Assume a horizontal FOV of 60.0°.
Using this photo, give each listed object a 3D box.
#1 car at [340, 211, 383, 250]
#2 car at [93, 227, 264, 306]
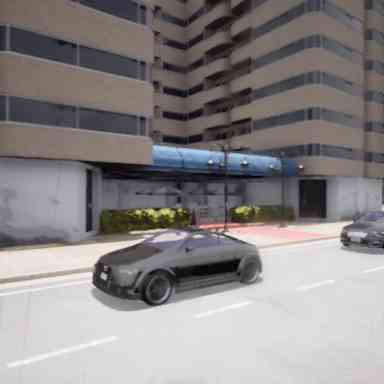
[{"bbox_3d":[8.284,1.574,14.192,4.902,1.511,2.128,0,0,-35],"label":"car"},{"bbox_3d":[-0.219,1.594,8.132,4.181,1.385,1.994,0,0,-36],"label":"car"}]
